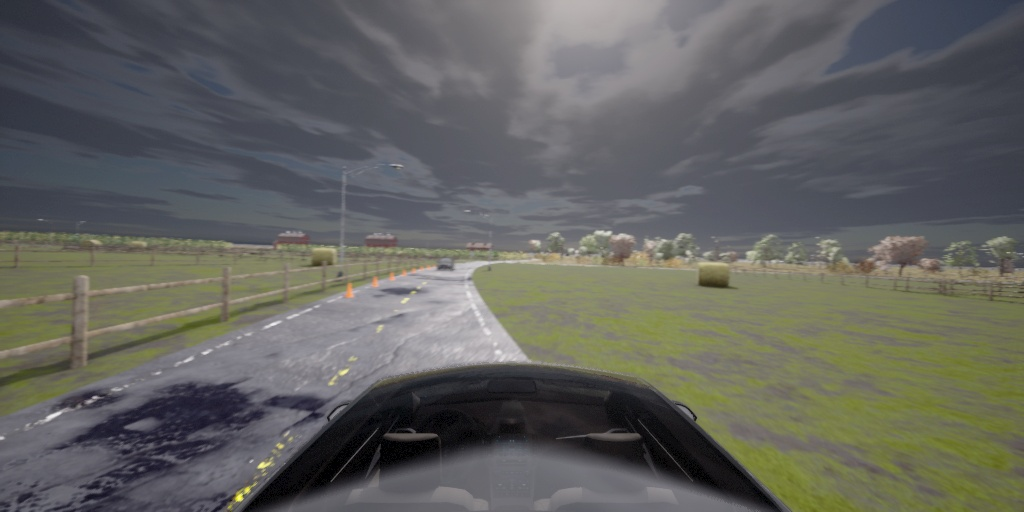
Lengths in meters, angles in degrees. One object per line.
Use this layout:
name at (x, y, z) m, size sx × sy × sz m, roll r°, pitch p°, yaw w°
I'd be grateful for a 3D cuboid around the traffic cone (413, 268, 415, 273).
traffic cone at (-9.723, 1.388, 35.523) m, size 0.340 × 0.580 × 0.340 m, roll 0°, pitch 0°, yaw -6°

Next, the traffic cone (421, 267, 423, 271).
traffic cone at (-10.195, 1.375, 40.541) m, size 0.340 × 0.580 × 0.340 m, roll 0°, pitch 0°, yaw -5°

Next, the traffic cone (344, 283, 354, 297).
traffic cone at (-7.053, 1.470, 15.550) m, size 0.340 × 0.580 × 0.340 m, roll 0°, pitch 0°, yaw -9°

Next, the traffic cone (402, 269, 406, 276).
traffic cone at (-9.173, 1.404, 30.515) m, size 0.340 × 0.580 × 0.340 m, roll 0°, pitch 0°, yaw -7°

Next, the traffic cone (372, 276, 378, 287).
traffic cone at (-7.837, 1.445, 20.526) m, size 0.340 × 0.580 × 0.340 m, roll 0°, pitch 0°, yaw -9°

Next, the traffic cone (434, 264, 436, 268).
traffic cone at (-10.904, 1.357, 50.593) m, size 0.340 × 0.580 × 0.340 m, roll 0°, pitch 0°, yaw -3°

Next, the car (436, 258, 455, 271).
car at (-8.011, 1.000, 43.688) m, size 1.837 × 1.490 × 4.892 m, roll 2°, pitch 0°, yaw -4°

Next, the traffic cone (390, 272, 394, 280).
traffic cone at (-8.544, 1.423, 25.516) m, size 0.340 × 0.580 × 0.340 m, roll 0°, pitch 0°, yaw -8°

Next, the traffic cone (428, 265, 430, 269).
traffic cone at (-10.588, 1.364, 45.564) m, size 0.340 × 0.580 × 0.340 m, roll 0°, pitch 0°, yaw -4°
